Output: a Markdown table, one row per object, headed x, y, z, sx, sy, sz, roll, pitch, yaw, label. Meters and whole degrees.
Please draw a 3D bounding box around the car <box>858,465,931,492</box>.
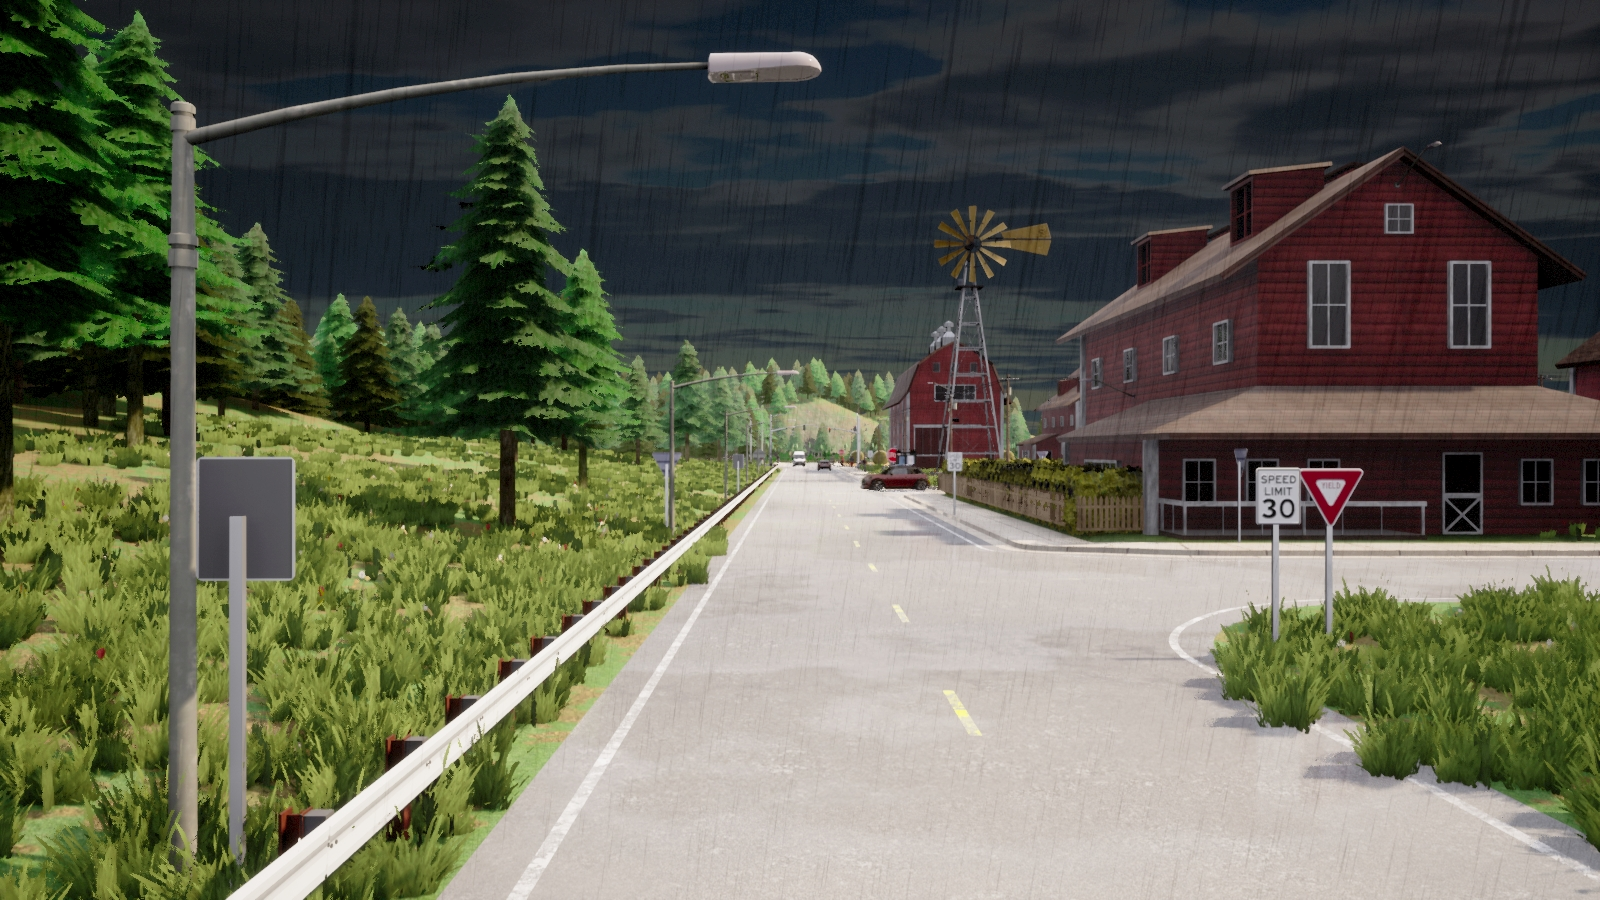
| x | y | z | sx | sy | sz | roll | pitch | yaw | label |
| --- | --- | --- | --- | --- | --- | --- | --- | --- | --- |
| 6.401 | 1.905 | 77.358 | 4.553 | 1.767 | 2.097 | 0 | 0 | -9 | car |
